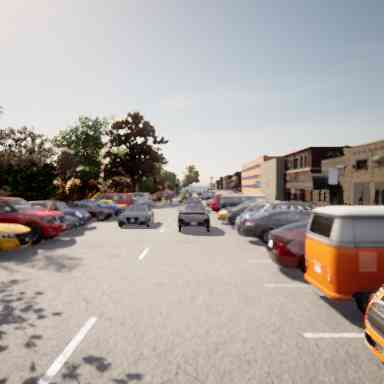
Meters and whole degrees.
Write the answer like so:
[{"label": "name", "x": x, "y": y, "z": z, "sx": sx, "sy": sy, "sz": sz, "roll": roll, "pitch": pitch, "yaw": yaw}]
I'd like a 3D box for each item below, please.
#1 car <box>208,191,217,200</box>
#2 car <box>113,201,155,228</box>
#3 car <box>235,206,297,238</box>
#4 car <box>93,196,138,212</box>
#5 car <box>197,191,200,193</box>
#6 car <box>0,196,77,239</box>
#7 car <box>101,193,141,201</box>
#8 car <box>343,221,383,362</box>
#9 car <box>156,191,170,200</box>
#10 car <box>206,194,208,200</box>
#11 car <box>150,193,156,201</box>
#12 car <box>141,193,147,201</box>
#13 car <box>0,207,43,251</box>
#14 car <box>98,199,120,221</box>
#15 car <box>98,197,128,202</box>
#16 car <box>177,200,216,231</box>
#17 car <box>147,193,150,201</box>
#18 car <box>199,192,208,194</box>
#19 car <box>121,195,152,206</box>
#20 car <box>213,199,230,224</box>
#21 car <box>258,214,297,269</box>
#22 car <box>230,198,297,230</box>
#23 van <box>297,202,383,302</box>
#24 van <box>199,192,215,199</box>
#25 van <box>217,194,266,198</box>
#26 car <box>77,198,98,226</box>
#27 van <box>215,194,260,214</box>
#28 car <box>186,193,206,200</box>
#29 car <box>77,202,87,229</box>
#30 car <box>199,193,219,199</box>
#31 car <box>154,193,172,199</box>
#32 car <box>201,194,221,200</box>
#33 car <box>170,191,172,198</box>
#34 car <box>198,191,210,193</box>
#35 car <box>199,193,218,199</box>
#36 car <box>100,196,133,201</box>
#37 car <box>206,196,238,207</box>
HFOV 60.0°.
[{"label": "car", "x": 4.577, "y": 1.197, "z": 31.721, "sx": 5.566, "sy": 2.045, "sz": 2.435, "roll": 0, "pitch": 0, "yaw": 0}, {"label": "car", "x": -3.593, "y": 1.547, "z": 22.043, "sx": 1.994, "sy": 1.385, "sz": 4.181, "roll": 0, "pitch": 0, "yaw": 0}, {"label": "car", "x": 4.542, "y": 1.512, "z": 15.021, "sx": 4.674, "sy": 1.452, "sz": 2.002, "roll": 0, "pitch": 0, "yaw": 0}, {"label": "car", "x": -8.499, "y": 1.312, "z": 37.287, "sx": 4.553, "sy": 1.767, "sz": 2.185, "roll": 0, "pitch": 0, "yaw": 0}, {"label": "car", "x": 4.209, "y": 1.143, "z": 82.875, "sx": 5.366, "sy": 1.575, "sz": 1.946, "roll": 0, "pitch": 0, "yaw": 0}, {"label": "car", "x": -8.508, "y": 1.220, "z": 15.008, "sx": 5.566, "sy": 2.045, "sz": 2.435, "roll": 0, "pitch": 0, "yaw": 0}, {"label": "car", "x": -8.559, "y": 1.192, "z": 34.377, "sx": 5.566, "sy": 2.045, "sz": 2.435, "roll": 0, "pitch": 0, "yaw": 0}, {"label": "car", "x": 4.572, "y": 1.353, "z": 3.887, "sx": 4.553, "sy": 1.767, "sz": 2.185, "roll": 0, "pitch": 0, "yaw": 0}, {"label": "car", "x": -8.162, "y": 1.030, "z": 80.049, "sx": 4.553, "sy": 1.767, "sz": 2.185, "roll": 0, "pitch": 0, "yaw": 0}, {"label": "car", "x": 4.738, "y": 1.416, "z": 48.420, "sx": 5.366, "sy": 1.575, "sz": 1.946, "roll": 0, "pitch": 0, "yaw": 0}, {"label": "car", "x": -8.556, "y": 1.167, "z": 48.426, "sx": 5.566, "sy": 2.045, "sz": 2.435, "roll": 0, "pitch": 0, "yaw": 0}, {"label": "car", "x": -8.560, "y": 1.303, "z": 42.732, "sx": 4.553, "sy": 1.767, "sz": 2.185, "roll": 0, "pitch": 0, "yaw": 0}, {"label": "car", "x": -8.541, "y": 1.474, "z": 12.221, "sx": 5.008, "sy": 1.535, "sz": 2.097, "roll": 0, "pitch": 0, "yaw": 0}, {"label": "car", "x": -8.503, "y": 1.487, "z": 26.146, "sx": 4.792, "sy": 1.488, "sz": 2.163, "roll": 0, "pitch": 0, "yaw": 0}, {"label": "car", "x": -8.537, "y": 1.453, "z": 28.933, "sx": 5.008, "sy": 1.535, "sz": 2.097, "roll": 0, "pitch": 0, "yaw": 0}, {"label": "car", "x": 0.106, "y": 1.477, "z": 20.484, "sx": 2.128, "sy": 1.511, "sz": 4.902, "roll": 0, "pitch": 0, "yaw": 0}, {"label": "car", "x": -8.559, "y": 1.298, "z": 45.516, "sx": 4.553, "sy": 1.767, "sz": 2.185, "roll": 0, "pitch": 0, "yaw": 0}, {"label": "car", "x": 4.340, "y": 1.207, "z": 74.396, "sx": 4.792, "sy": 1.488, "sz": 2.163, "roll": 0, "pitch": 0, "yaw": 0}, {"label": "car", "x": -8.495, "y": 1.288, "z": 51.212, "sx": 4.553, "sy": 1.767, "sz": 2.185, "roll": 0, "pitch": 0, "yaw": 0}, {"label": "car", "x": 4.361, "y": 1.458, "z": 23.371, "sx": 5.366, "sy": 1.575, "sz": 1.946, "roll": 0, "pitch": 0, "yaw": 0}, {"label": "car", "x": 4.572, "y": 1.506, "z": 9.455, "sx": 4.792, "sy": 1.488, "sz": 2.163, "roll": 0, "pitch": 0, "yaw": 0}, {"label": "car", "x": 4.576, "y": 1.344, "z": 17.804, "sx": 4.553, "sy": 1.767, "sz": 2.185, "roll": 0, "pitch": 0, "yaw": 0}, {"label": "van", "x": 4.659, "y": 1.252, "z": 6.608, "sx": 4.442, "sy": 1.987, "sz": 1.878, "roll": 0, "pitch": 0, "yaw": 0}, {"label": "van", "x": 4.311, "y": 0.879, "z": 94.176, "sx": 4.442, "sy": 1.987, "sz": 1.878, "roll": 0, "pitch": 0, "yaw": 0}, {"label": "van", "x": 4.665, "y": 1.227, "z": 28.938, "sx": 4.442, "sy": 1.987, "sz": 1.878, "roll": 0, "pitch": 0, "yaw": 0}, {"label": "car", "x": -8.566, "y": 1.340, "z": 20.578, "sx": 4.553, "sy": 1.767, "sz": 2.185, "roll": 0, "pitch": 0, "yaw": 0}, {"label": "van", "x": 4.666, "y": 1.217, "z": 34.380, "sx": 4.442, "sy": 1.987, "sz": 1.878, "roll": 0, "pitch": 0, "yaw": 0}, {"label": "car", "x": 0.110, "y": 1.311, "z": 36.971, "sx": 2.097, "sy": 1.767, "sz": 4.553, "roll": 0, "pitch": 0, "yaw": 0}, {"label": "car", "x": -8.541, "y": 1.470, "z": 17.792, "sx": 4.892, "sy": 1.521, "sz": 2.231, "roll": 0, "pitch": 0, "yaw": 0}, {"label": "car", "x": 4.408, "y": 1.136, "z": 85.700, "sx": 5.008, "sy": 1.535, "sz": 2.097, "roll": 0, "pitch": 0, "yaw": 0}, {"label": "car", "x": -8.120, "y": 1.135, "z": 94.044, "sx": 4.792, "sy": 1.488, "sz": 2.163, "roll": 0, "pitch": 0, "yaw": 0}, {"label": "car", "x": 4.375, "y": 1.207, "z": 77.223, "sx": 4.674, "sy": 1.452, "sz": 2.002, "roll": 0, "pitch": 0, "yaw": 0}, {"label": "car", "x": -8.180, "y": 1.146, "z": 82.749, "sx": 5.008, "sy": 1.535, "sz": 2.097, "roll": 0, "pitch": 0, "yaw": 0}, {"label": "car", "x": 4.383, "y": 1.197, "z": 80.048, "sx": 4.674, "sy": 1.452, "sz": 2.002, "roll": 0, "pitch": 0, "yaw": 0}, {"label": "car", "x": 4.405, "y": 1.126, "z": 88.525, "sx": 5.008, "sy": 1.535, "sz": 2.097, "roll": 0, "pitch": 0, "yaw": 0}, {"label": "car", "x": -8.717, "y": 1.445, "z": 31.593, "sx": 5.366, "sy": 1.575, "sz": 1.946, "roll": 0, "pitch": 0, "yaw": 0}, {"label": "car", "x": 4.538, "y": 1.454, "z": 51.062, "sx": 4.674, "sy": 1.452, "sz": 2.002, "roll": -1, "pitch": 0, "yaw": 0}]
